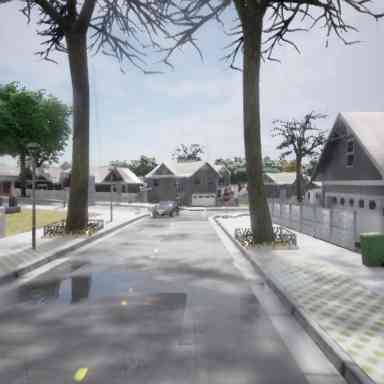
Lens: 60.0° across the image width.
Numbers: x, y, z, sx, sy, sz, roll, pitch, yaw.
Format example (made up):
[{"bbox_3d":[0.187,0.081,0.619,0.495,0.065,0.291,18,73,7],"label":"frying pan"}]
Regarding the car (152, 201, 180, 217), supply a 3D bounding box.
[{"bbox_3d":[-2.435,1.636,32.287,2.128,1.511,4.902,0,0,9],"label":"car"}]
